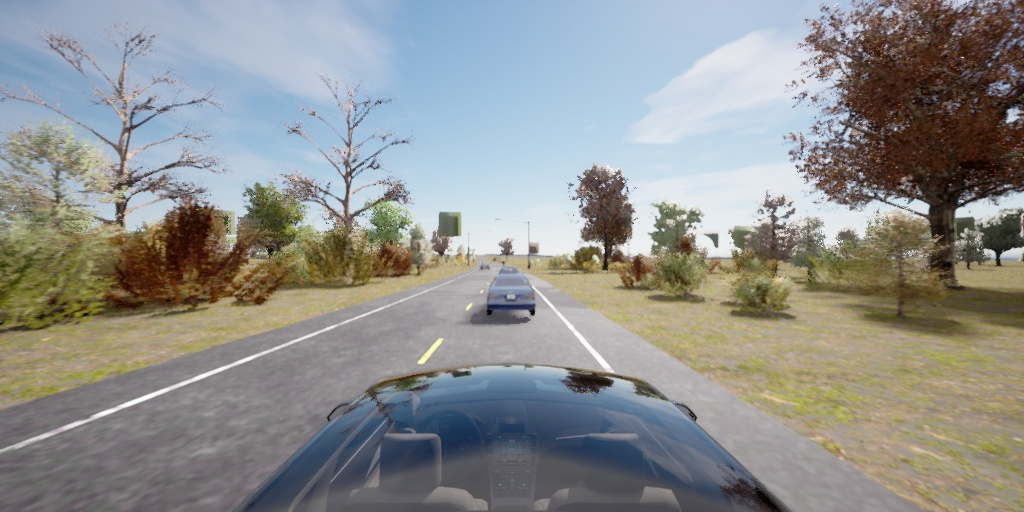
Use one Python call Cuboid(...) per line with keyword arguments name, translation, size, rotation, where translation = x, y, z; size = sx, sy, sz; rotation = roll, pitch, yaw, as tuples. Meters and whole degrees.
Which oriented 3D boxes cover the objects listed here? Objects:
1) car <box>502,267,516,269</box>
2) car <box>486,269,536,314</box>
Cuboid(name="car", translation=(-0.262, 1.609, 30.377), size=(1.994, 1.385, 4.181), rotation=(0, -1, 0))
Cuboid(name="car", translation=(-0.039, 1.428, 14.408), size=(2.033, 1.411, 5.357), rotation=(0, -1, 0))
